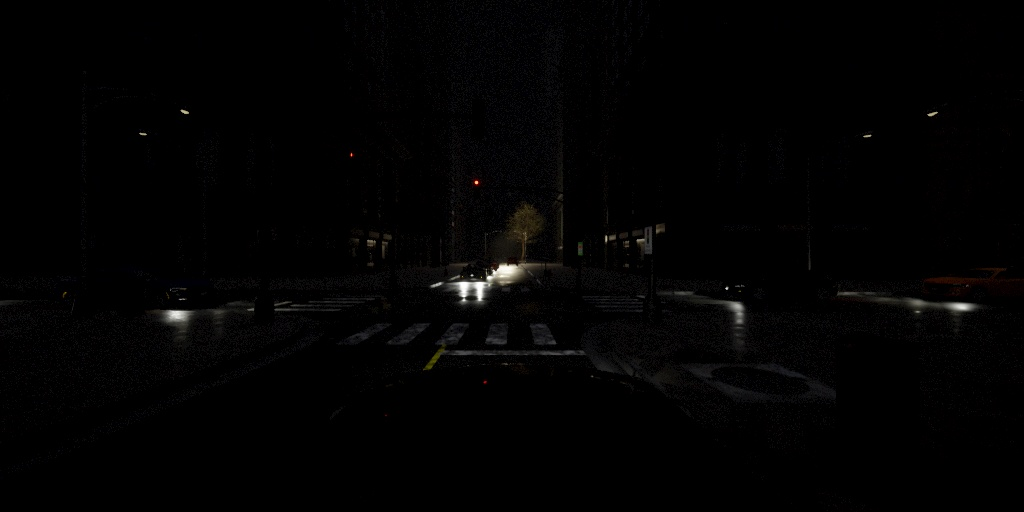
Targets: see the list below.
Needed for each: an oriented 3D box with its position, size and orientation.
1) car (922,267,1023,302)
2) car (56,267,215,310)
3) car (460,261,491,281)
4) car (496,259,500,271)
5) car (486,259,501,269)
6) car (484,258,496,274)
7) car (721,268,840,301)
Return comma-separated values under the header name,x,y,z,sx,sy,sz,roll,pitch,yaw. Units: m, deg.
name,x,y,z,sx,sy,sz,roll,pitch,yaw
car,22.550,1.300,16.972,5.008,1.535,1.882,0,0,0
car,-14.298,1.179,13.791,5.008,1.535,1.882,0,0,1
car,-3.082,1.314,29.584,1.994,1.385,4.181,0,0,0
car,-3.060,1.116,48.300,2.097,1.767,4.553,0,0,0
car,-3.013,1.268,58.561,2.128,1.511,4.902,0,0,0
car,-3.077,1.232,38.654,1.882,1.535,5.008,0,0,0
car,12.595,1.297,16.984,4.892,1.490,1.837,0,0,0
